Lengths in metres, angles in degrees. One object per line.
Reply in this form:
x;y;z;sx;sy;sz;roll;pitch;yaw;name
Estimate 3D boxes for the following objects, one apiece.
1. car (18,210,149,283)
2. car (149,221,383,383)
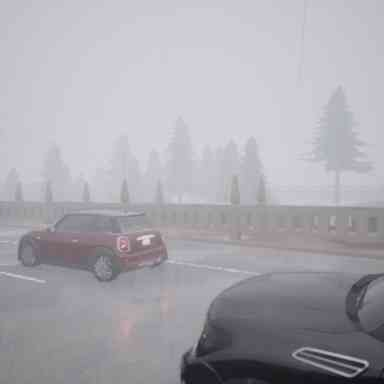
-3.004;1.314;9.741;4.553;1.767;2.097;0;0;31;car
2.551;1.214;2.039;5.566;2.045;2.150;0;0;36;car
